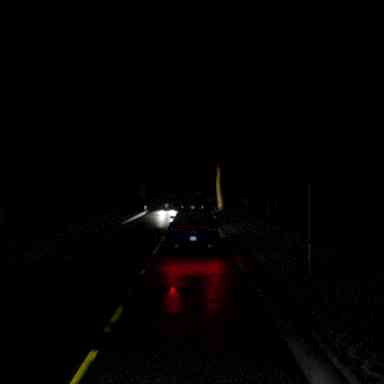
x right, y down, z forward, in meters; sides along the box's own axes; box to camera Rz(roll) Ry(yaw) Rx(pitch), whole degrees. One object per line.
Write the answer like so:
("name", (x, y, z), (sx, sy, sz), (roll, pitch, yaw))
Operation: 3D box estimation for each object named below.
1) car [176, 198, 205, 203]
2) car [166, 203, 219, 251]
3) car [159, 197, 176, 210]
("car", (0.061, 1.244, 27.837), (2.097, 1.767, 4.553), (0, 0, 1))
("car", (0.060, 1.446, 14.094), (1.882, 1.535, 5.008), (0, 1, 0))
("car", (-2.774, 1.305, 38.736), (2.128, 1.511, 4.902), (0, 0, 0))
